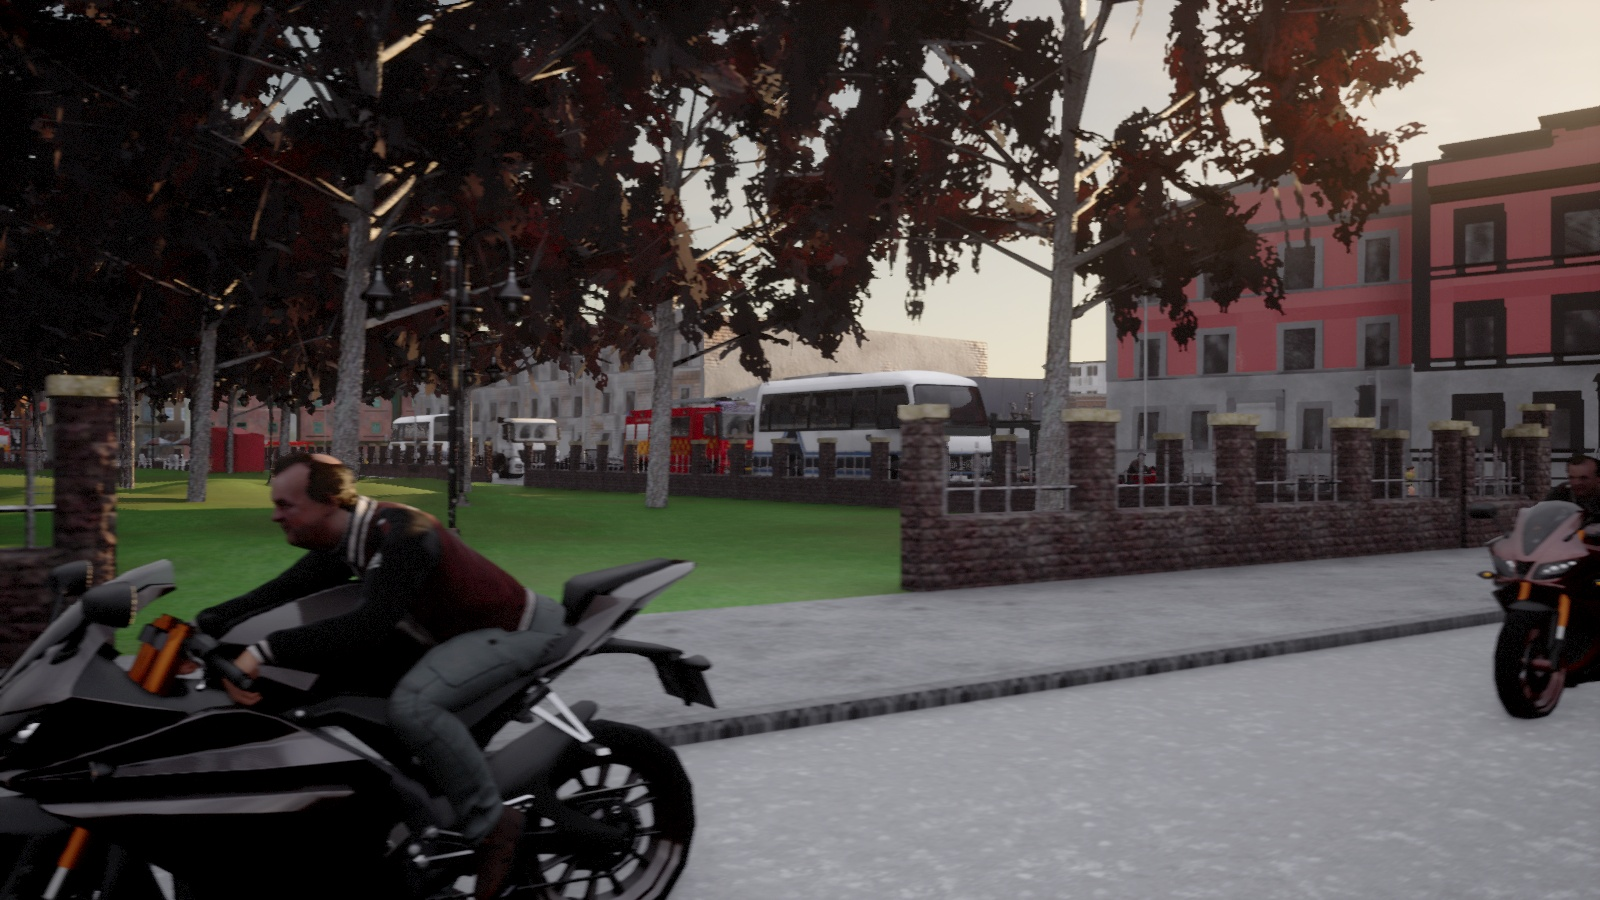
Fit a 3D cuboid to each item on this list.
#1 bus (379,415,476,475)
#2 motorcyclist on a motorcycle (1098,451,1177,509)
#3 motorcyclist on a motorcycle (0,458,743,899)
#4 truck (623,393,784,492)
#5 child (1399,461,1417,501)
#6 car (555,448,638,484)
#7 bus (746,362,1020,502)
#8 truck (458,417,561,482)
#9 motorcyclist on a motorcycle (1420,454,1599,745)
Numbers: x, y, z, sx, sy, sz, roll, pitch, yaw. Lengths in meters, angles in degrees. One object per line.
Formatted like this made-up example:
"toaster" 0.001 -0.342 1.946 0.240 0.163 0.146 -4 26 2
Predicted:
"bus" -28.128 -0.341 94.451 3.944 4.253 10.273 0 0 -35
"motorcyclist on a motorcycle" 9.129 0.791 34.029 0.797 1.523 2.044 0 0 -35
"motorcyclist on a motorcycle" -1.309 0.791 3.419 2.191 1.530 0.866 0 0 -36
"truck" -4.260 -0.281 53.248 2.891 3.827 8.468 0 0 -35
"child" 17.412 0.884 35.953 0.255 1.110 0.394 0 0 -31
"car" -9.989 0.761 61.473 2.242 1.667 4.611 0 0 -35
"bus" 2.527 -0.531 43.494 3.944 4.253 10.273 0 0 -34
"truck" -16.469 -0.029 70.770 2.891 3.462 7.936 0 0 -35
"motorcyclist on a motorcycle" 4.751 0.788 7.596 2.191 1.530 0.866 0 0 -36
